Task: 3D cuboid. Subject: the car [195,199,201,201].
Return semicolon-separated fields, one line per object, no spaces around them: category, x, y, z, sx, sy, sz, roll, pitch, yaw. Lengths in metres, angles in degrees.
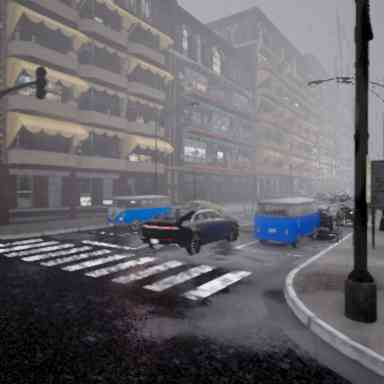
car;0.272;1.198;22.888;1.752;1.417;4.829;1;2;35

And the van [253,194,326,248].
van;3.981;1.144;13.595;1.690;1.788;3.998;1;2;35

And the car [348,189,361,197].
car;35.853;0.273;73.398;1.967;1.590;4.097;1;2;35

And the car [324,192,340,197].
car;15.734;1.003;34.814;2.033;1.411;5.357;0;1;35

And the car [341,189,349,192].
car;26.175;0.610;59.663;2.008;1.369;4.403;1;2;35

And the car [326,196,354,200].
car;10.431;1.215;22.759;1.947;1.339;4.313;1;2;35

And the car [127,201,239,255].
car;0.131;1.318;12.623;2.128;1.511;4.902;0;1;33

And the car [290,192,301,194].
car;10.047;0.991;36.766;2.008;1.369;4.403;1;2;35

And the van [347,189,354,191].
van;29.403;0.325;64.237;1.690;1.788;3.998;1;2;35

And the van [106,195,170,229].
van;-2.854;1.089;18.444;1.690;1.788;3.998;1;2;35

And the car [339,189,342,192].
car;22.950;0.680;55.083;1.887;1.381;4.507;1;2;35

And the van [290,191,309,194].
van;13.275;0.705;41.340;1.690;1.788;3.998;1;2;35

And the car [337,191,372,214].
car;13.657;1.013;27.335;1.967;1.590;4.097;1;2;35

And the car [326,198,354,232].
car;7.205;1.277;18.179;2.008;1.369;4.403;1;2;35
